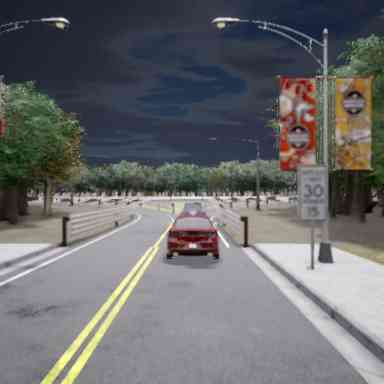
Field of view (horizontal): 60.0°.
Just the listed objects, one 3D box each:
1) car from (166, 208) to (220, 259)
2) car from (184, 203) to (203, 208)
[{"bbox_3d":[0.047,1.644,13.428,1.882,1.535,5.008,0,0,0],"label":"car"},{"bbox_3d":[0.158,1.688,27.177,2.097,1.767,4.553,0,-1,2],"label":"car"}]
